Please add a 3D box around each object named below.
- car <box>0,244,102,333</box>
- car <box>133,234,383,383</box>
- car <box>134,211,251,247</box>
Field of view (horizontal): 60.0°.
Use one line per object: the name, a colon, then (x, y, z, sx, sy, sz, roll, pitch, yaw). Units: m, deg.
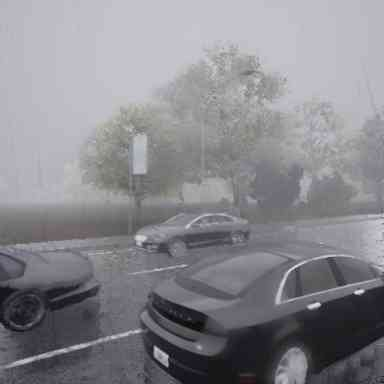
car: (-4.263, 1.557, 5.275, 5.357, 1.411, 2.033, 0, 0, -36)
car: (1.624, 1.510, 4.999, 4.892, 1.490, 1.837, 0, 0, -36)
car: (0.155, 1.506, 12.842, 4.902, 1.511, 2.128, 0, 0, -37)
